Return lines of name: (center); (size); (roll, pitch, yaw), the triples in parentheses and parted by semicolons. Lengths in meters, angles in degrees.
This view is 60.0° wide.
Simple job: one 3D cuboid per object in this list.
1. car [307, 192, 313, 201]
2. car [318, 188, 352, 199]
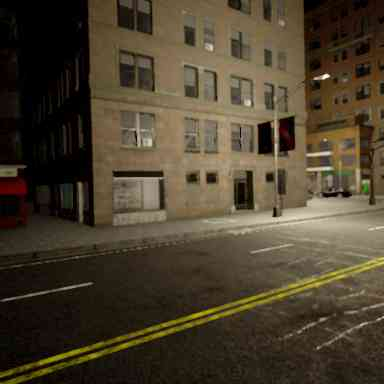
car: (12.087, 0.284, 39.063); (1.967, 1.590, 4.097); (-2, 1, -35)
car: (18.685, 0.164, 43.632); (1.947, 1.339, 4.313); (-2, 1, -35)
